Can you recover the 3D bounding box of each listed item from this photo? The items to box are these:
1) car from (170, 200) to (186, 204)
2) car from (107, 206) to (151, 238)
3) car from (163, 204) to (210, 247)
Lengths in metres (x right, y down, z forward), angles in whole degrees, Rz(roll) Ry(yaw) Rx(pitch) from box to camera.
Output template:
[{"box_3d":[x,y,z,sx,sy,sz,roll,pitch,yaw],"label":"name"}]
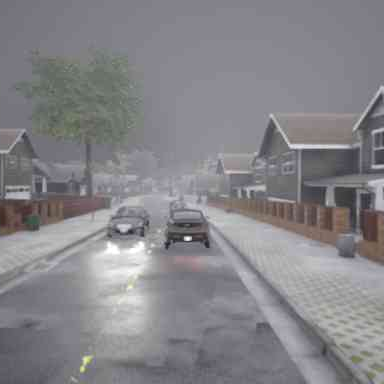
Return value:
[{"box_3d":[-1.450,1.542,34.472,2.033,1.411,5.357,0,0,-5],"label":"car"},{"box_3d":[-3.228,1.492,17.692,2.128,1.511,4.902,0,0,-3],"label":"car"},{"box_3d":[-0.245,1.500,14.925,1.837,1.490,4.892,0,0,-2],"label":"car"}]
